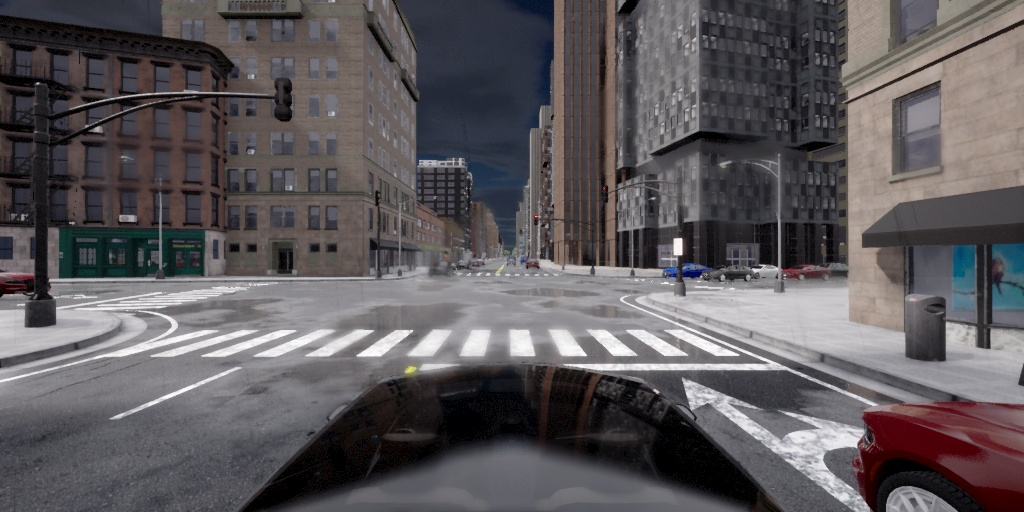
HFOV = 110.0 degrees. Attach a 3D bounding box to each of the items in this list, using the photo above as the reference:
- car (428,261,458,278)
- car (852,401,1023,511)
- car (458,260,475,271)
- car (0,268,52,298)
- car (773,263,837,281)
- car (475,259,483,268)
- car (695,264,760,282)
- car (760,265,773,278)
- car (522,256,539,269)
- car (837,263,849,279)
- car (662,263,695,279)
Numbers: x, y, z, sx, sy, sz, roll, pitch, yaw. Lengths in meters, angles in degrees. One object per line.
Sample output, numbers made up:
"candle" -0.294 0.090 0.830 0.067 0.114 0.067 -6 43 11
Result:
"car" -6.660 1.262 34.165 1.837 1.490 4.892 0 -1 0
"car" 3.353 1.227 0.450 1.882 1.535 5.008 0 0 0
"car" -6.680 1.266 50.000 1.837 1.490 4.892 0 -1 0
"car" -22.335 0.962 14.471 5.008 1.535 1.882 1 0 -17
"car" 28.317 1.593 34.659 5.008 1.535 1.882 1 0 -15
"car" -6.686 1.326 62.174 1.994 1.385 4.181 0 0 0
"car" 19.267 1.514 32.084 4.892 1.490 1.837 1 0 -17
"car" 25.995 1.639 37.400 4.674 1.442 1.812 1 0 -15
"car" 3.229 1.113 58.332 2.097 1.767 4.553 0 0 0
"car" 35.003 1.570 39.685 4.553 1.767 2.097 1 0 -13
"car" 17.014 1.486 34.826 5.008 1.535 1.882 1 0 -16
